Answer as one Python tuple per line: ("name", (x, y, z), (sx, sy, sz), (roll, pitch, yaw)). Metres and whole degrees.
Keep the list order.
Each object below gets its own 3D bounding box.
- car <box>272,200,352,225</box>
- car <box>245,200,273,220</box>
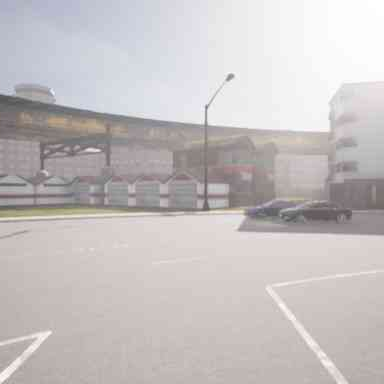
("car", (8.270, 1.357, 22.455), (4.892, 1.490, 1.837), (0, -1, -8))
("car", (6.393, 1.354, 25.667), (4.674, 1.442, 1.812), (0, 0, -10))
